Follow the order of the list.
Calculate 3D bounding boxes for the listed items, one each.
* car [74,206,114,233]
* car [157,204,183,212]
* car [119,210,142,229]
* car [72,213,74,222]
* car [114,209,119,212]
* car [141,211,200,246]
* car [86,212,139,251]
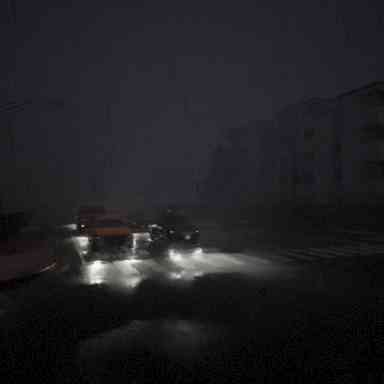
[{"bbox_3d":[-8.081,2.128,26.992,2.150,2.045,5.566,0,-2,-22],"label":"car"},{"bbox_3d":[-2.926,2.587,42.520,2.150,2.045,5.566,0,-2,-22],"label":"car"},{"bbox_3d":[-4.585,2.433,27.655,1.812,1.442,4.674,0,-2,-22],"label":"car"},{"bbox_3d":[-12.628,2.762,38.141,1.882,1.535,5.008,0,-2,-22],"label":"car"},{"bbox_3d":[-9.069,2.758,38.691,1.882,1.535,5.008,0,-2,-22],"label":"car"},{"bbox_3d":[-1.119,2.108,19.073,2.128,1.511,4.902,0,-2,-22],"label":"car"},{"bbox_3d":[-4.361,2.066,17.605,1.882,1.535,5.008,0,-2,-20],"label":"car"}]
